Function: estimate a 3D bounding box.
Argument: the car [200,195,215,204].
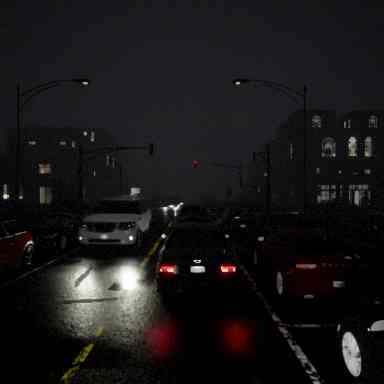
[{"bbox_3d":[2.661,1.572,52.067,1.947,1.339,4.313,0,0,0],"label":"car"}]

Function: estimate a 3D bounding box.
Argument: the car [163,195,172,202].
[{"bbox_3d":[-5.737,1.538,79.515,1.752,1.417,4.829,0,0,0],"label":"car"}]

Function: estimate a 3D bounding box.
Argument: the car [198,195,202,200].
[{"bbox_3d":[2.654,1.590,63.109,1.802,1.307,4.206,0,0,0],"label":"car"}]

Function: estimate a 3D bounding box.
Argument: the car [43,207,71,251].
[{"bbox_3d":[-5.696,1.552,13.997,2.008,1.369,4.403,0,0,0],"label":"car"}]

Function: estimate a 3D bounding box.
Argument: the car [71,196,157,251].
[{"bbox_3d":[-3.062,1.223,14.488,2.150,2.045,5.566,0,0,1],"label":"car"}]

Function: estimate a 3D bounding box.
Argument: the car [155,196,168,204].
[{"bbox_3d":[-5.727,1.559,63.118,2.008,1.369,4.403,0,0,0],"label":"car"}]

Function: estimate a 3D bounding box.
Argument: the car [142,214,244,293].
[{"bbox_3d":[0.098,1.548,8.976,2.033,1.411,5.357,0,0,0],"label":"car"}]

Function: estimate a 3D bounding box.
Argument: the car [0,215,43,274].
[{"bbox_3d":[-5.691,1.441,8.305,1.967,1.590,4.097,0,0,0],"label":"car"}]

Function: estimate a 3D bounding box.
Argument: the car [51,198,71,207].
[{"bbox_3d":[-11.899,1.430,34.175,5.008,1.535,1.882,0,0,4],"label":"car"}]

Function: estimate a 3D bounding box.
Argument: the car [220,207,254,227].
[{"bbox_3d":[2.681,1.553,19.677,2.008,1.369,4.403,0,0,0],"label":"car"}]

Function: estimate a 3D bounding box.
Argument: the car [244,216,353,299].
[{"bbox_3d":[2.688,1.545,8.293,1.887,1.381,4.507,0,0,0],"label":"car"}]

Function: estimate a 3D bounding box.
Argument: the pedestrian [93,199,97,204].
[{"bbox_3d":[-12.579,1.414,43.203,0.375,1.300,0.375,0,-1,1],"label":"pedestrian"}]

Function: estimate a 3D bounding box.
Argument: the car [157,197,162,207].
[{"bbox_3d":[-5.720,1.588,52.075,1.802,1.307,4.206,0,0,0],"label":"car"}]

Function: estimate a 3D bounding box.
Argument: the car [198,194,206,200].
[{"bbox_3d":[2.637,1.458,90.720,1.967,1.590,4.097,0,0,0],"label":"car"}]

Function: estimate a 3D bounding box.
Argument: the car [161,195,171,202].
[{"bbox_3d":[-5.733,1.451,74.162,1.967,1.590,4.097,0,0,0],"label":"car"}]

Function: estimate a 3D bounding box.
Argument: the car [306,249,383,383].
[{"bbox_3d":[2.692,1.551,2.601,2.008,1.369,4.403,0,0,0],"label":"car"}]

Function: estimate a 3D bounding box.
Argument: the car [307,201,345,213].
[{"bbox_3d":[14.787,1.653,37.261,4.181,1.385,1.994,0,0,1],"label":"car"}]

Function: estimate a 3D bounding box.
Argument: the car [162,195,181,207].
[{"bbox_3d":[-3.141,1.532,51.114,1.812,1.442,4.674,0,0,1],"label":"car"}]

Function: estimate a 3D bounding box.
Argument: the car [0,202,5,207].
[{"bbox_3d":[-25.477,1.447,40.451,4.829,1.417,1.752,0,-1,1],"label":"car"}]

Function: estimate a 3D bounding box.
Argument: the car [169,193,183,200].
[{"bbox_3d":[-3.105,1.499,61.466,2.128,1.511,4.902,0,0,0],"label":"car"}]

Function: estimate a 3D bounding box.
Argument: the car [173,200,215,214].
[{"bbox_3d":[0.087,1.480,19.441,1.882,1.535,5.008,0,0,0],"label":"car"}]

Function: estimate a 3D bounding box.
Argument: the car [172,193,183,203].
[{"bbox_3d":[-3.046,1.236,72.122,2.150,2.045,5.566,0,0,0],"label":"car"}]
